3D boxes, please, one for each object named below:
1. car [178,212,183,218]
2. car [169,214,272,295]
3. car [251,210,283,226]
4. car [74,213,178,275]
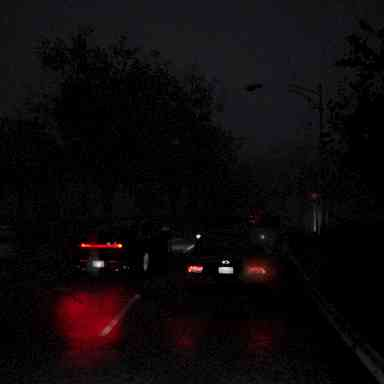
[{"bbox_3d":[-2.499,4.552,64.720,4.902,1.511,2.128,-1,-4,17],"label":"car"},{"bbox_3d":[0.994,1.550,8.884,2.033,1.411,5.357,-1,0,8],"label":"car"},{"bbox_3d":[6.864,2.473,31.158,1.837,1.490,4.892,-3,-4,37],"label":"car"},{"bbox_3d":[-1.944,1.539,10.613,1.837,1.490,4.892,-1,0,9],"label":"car"}]
